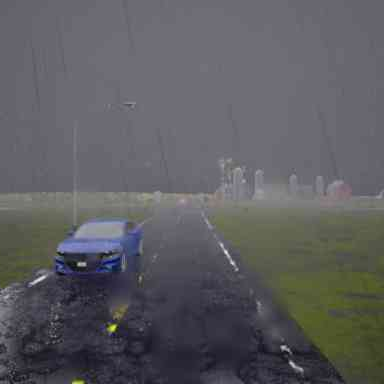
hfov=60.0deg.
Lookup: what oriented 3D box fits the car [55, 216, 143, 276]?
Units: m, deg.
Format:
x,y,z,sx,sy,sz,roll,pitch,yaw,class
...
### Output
x,y,z,sx,sy,sz,roll,pitch,yaw,class
-2.853,1.630,11.127,1.882,1.535,5.008,0,-1,0,car
